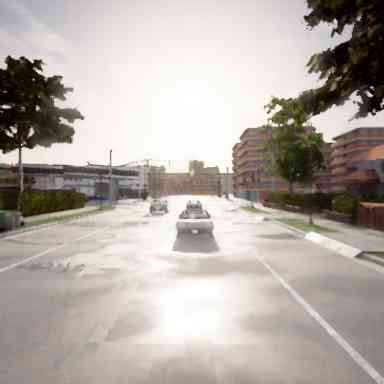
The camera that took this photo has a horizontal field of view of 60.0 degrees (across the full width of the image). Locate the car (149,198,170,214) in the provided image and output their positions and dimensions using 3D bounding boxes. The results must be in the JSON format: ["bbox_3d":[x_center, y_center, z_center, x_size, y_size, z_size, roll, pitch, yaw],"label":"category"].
[{"bbox_3d":[-3.384,1.444,35.298,2.128,1.511,4.902,0,0,0],"label":"car"}]

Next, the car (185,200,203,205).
[{"bbox_3d":[0.219,1.501,35.181,2.033,1.411,5.357,0,0,0],"label":"car"}]

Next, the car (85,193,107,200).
[{"bbox_3d":[-23.033,1.169,79.432,4.611,1.667,2.242,0,0,1],"label":"car"}]

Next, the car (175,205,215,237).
[{"bbox_3d":[0.141,1.577,17.912,1.895,1.301,4.718,0,0,0],"label":"car"}]

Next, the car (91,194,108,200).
[{"bbox_3d":[-23.729,1.322,85.186,3.806,1.475,1.970,0,0,1],"label":"car"}]
